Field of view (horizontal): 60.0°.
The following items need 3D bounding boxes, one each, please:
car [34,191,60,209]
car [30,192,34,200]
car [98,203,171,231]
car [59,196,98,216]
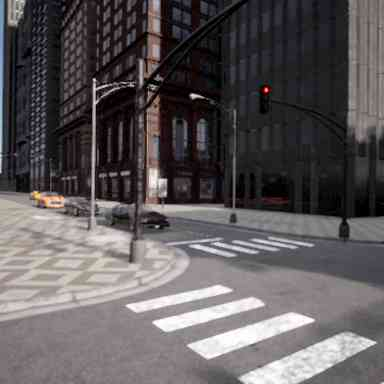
[{"bbox_3d":[-14.900,0.784,35.318,2.097,1.767,4.553,1,0,-35],"label":"car"},{"bbox_3d":[-25.880,0.563,56.004,1.882,1.535,5.008,1,0,-36],"label":"car"},{"bbox_3d":[-3.327,1.341,19.244,2.033,1.411,5.357,1,1,-36],"label":"car"},{"bbox_3d":[-9.047,1.116,27.184,1.837,1.490,4.892,1,1,-36],"label":"car"}]
